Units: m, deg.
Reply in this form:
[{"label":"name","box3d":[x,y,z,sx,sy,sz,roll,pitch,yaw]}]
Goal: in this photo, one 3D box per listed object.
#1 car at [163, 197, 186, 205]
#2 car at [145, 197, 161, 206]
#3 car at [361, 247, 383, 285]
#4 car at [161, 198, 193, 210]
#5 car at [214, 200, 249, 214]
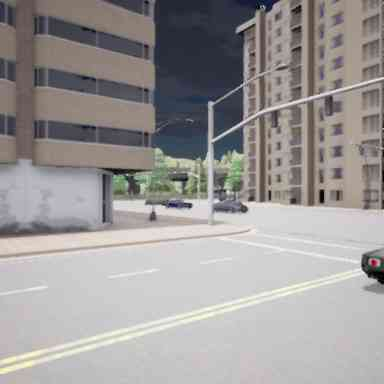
[{"label":"car","box3d":[-3.126,1.621,58.759,1.895,1.301,4.718,0,0,-32]},{"label":"car","box3d":[-6.338,1.581,56.689,1.994,1.385,4.181,0,0,-39]},{"label":"car","box3d":[6.270,1.607,8.230,4.718,1.301,1.895,0,0,-35]},{"label":"car","box3d":[-1.829,1.616,44.460,1.895,1.301,4.718,0,0,-36]},{"label":"car","box3d":[4.192,1.580,36.166,1.994,1.385,4.181,0,0,-36]}]
